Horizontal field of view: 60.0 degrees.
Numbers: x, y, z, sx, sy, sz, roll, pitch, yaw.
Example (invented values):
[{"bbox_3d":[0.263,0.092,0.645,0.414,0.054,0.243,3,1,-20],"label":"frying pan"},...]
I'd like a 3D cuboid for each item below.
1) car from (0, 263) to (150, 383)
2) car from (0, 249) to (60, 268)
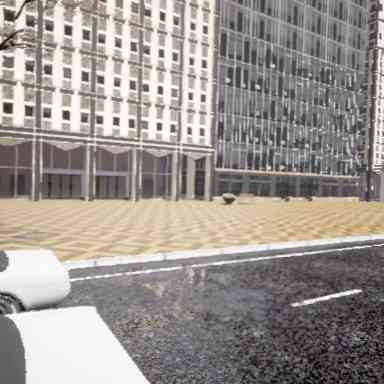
[{"bbox_3d":[-2.636,1.444,1.761,4.718,1.301,1.895,1,2,-31],"label":"car"},{"bbox_3d":[-4.284,1.310,4.560,4.718,1.301,1.895,1,2,-31],"label":"car"}]
